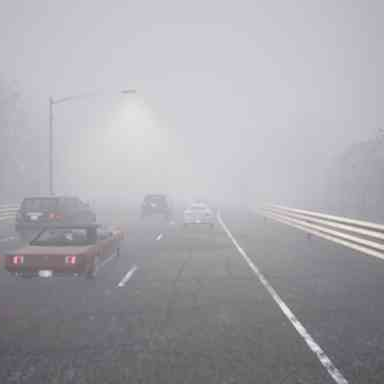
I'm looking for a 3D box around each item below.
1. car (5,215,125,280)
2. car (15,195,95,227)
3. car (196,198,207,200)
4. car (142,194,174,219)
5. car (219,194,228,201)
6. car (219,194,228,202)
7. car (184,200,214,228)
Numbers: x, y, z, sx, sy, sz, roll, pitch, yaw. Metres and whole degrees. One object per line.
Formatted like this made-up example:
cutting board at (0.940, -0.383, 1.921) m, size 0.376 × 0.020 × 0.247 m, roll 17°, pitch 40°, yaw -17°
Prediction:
car at (-3.319, 1.577, 9.839) m, size 1.895 × 1.301 × 4.718 m, roll 0°, pitch 0°, yaw 1°
car at (-6.695, 1.182, 16.917) m, size 2.150 × 2.045 × 5.566 m, roll 0°, pitch 0°, yaw 1°
car at (1.167, 1.470, 40.114) m, size 2.033 × 1.411 × 5.357 m, roll 0°, pitch 0°, yaw 3°
car at (-2.857, 1.162, 28.364) m, size 2.150 × 2.045 × 5.566 m, roll 0°, pitch 0°, yaw 2°
car at (7.749, 1.259, 81.029) m, size 2.128 × 1.511 × 4.902 m, roll 0°, pitch 0°, yaw 5°
car at (6.575, 1.269, 69.646) m, size 1.812 × 1.442 × 4.674 m, roll 0°, pitch 0°, yaw 6°
car at (0.434, 1.478, 21.803) m, size 1.812 × 1.442 × 4.674 m, roll 0°, pitch 0°, yaw 2°
